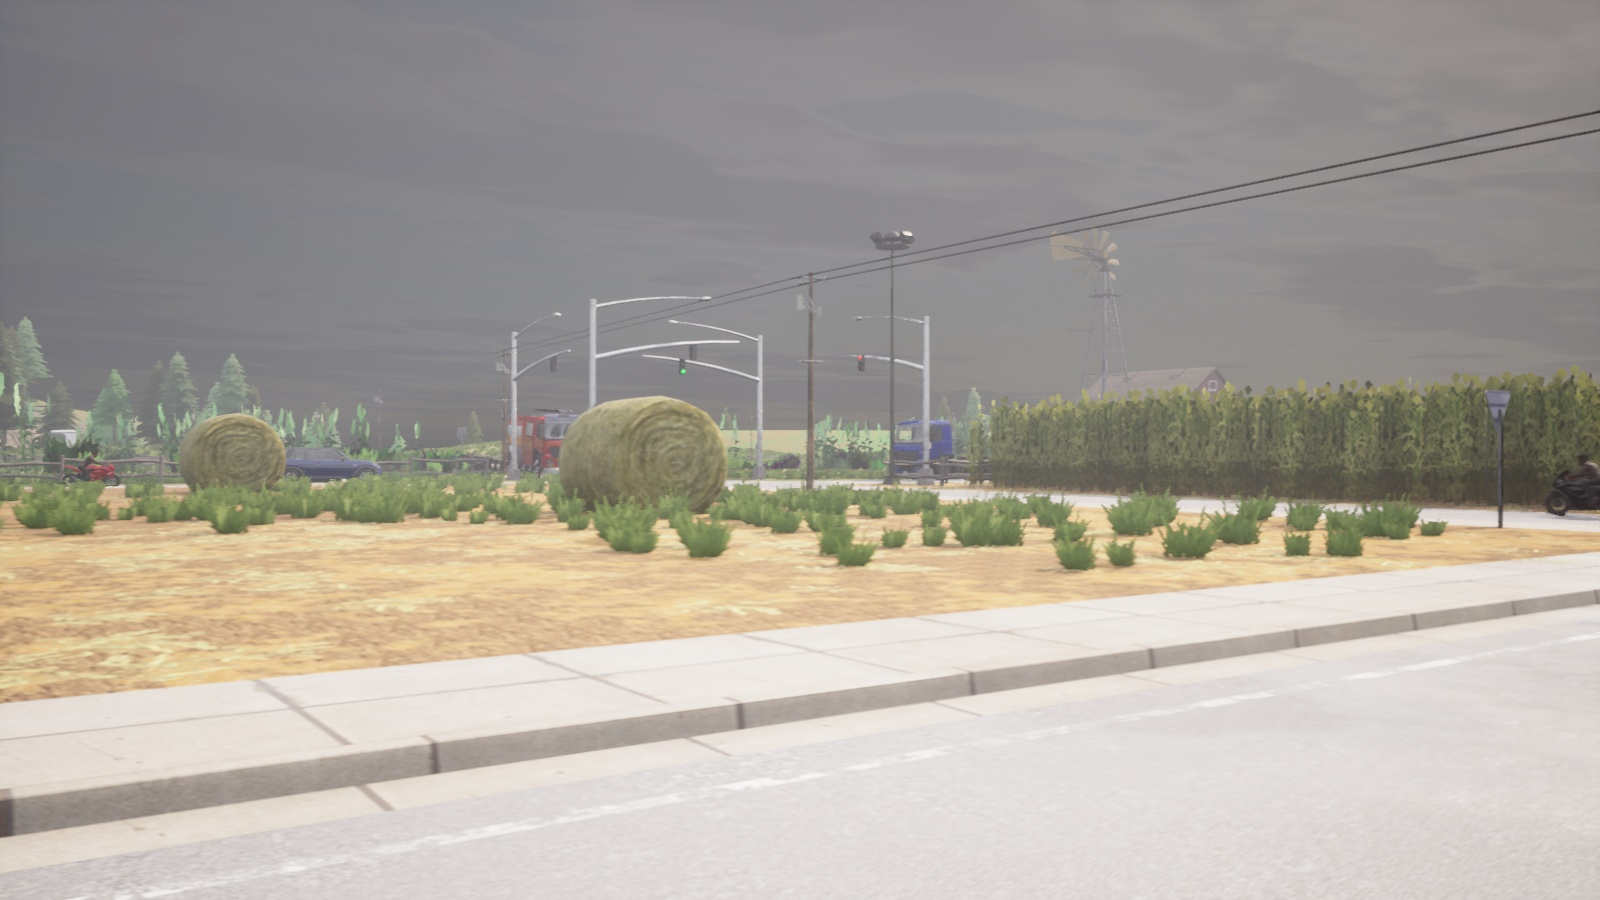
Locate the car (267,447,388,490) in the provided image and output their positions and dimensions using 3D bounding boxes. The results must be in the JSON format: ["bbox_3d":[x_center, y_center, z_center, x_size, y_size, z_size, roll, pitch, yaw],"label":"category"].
[{"bbox_3d":[-20.327,0.771,54.036,4.553,1.767,2.097,0,0,-31],"label":"car"}]

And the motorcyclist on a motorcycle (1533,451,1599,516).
[{"bbox_3d":[18.814,0.788,30.052,0.797,1.523,2.044,0,0,-34],"label":"motorcyclist on a motorcycle"}]

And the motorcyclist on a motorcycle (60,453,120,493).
[{"bbox_3d":[-27.945,0.899,49.455,2.044,1.523,0.797,0,0,-31],"label":"motorcyclist on a motorcycle"}]

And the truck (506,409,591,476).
[{"bbox_3d":[-15.827,-0.570,78.535,2.891,3.827,8.468,0,2,-28],"label":"truck"}]

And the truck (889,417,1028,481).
[{"bbox_3d":[9.164,-0.053,72.040,7.936,3.462,2.891,0,0,-34],"label":"truck"}]
